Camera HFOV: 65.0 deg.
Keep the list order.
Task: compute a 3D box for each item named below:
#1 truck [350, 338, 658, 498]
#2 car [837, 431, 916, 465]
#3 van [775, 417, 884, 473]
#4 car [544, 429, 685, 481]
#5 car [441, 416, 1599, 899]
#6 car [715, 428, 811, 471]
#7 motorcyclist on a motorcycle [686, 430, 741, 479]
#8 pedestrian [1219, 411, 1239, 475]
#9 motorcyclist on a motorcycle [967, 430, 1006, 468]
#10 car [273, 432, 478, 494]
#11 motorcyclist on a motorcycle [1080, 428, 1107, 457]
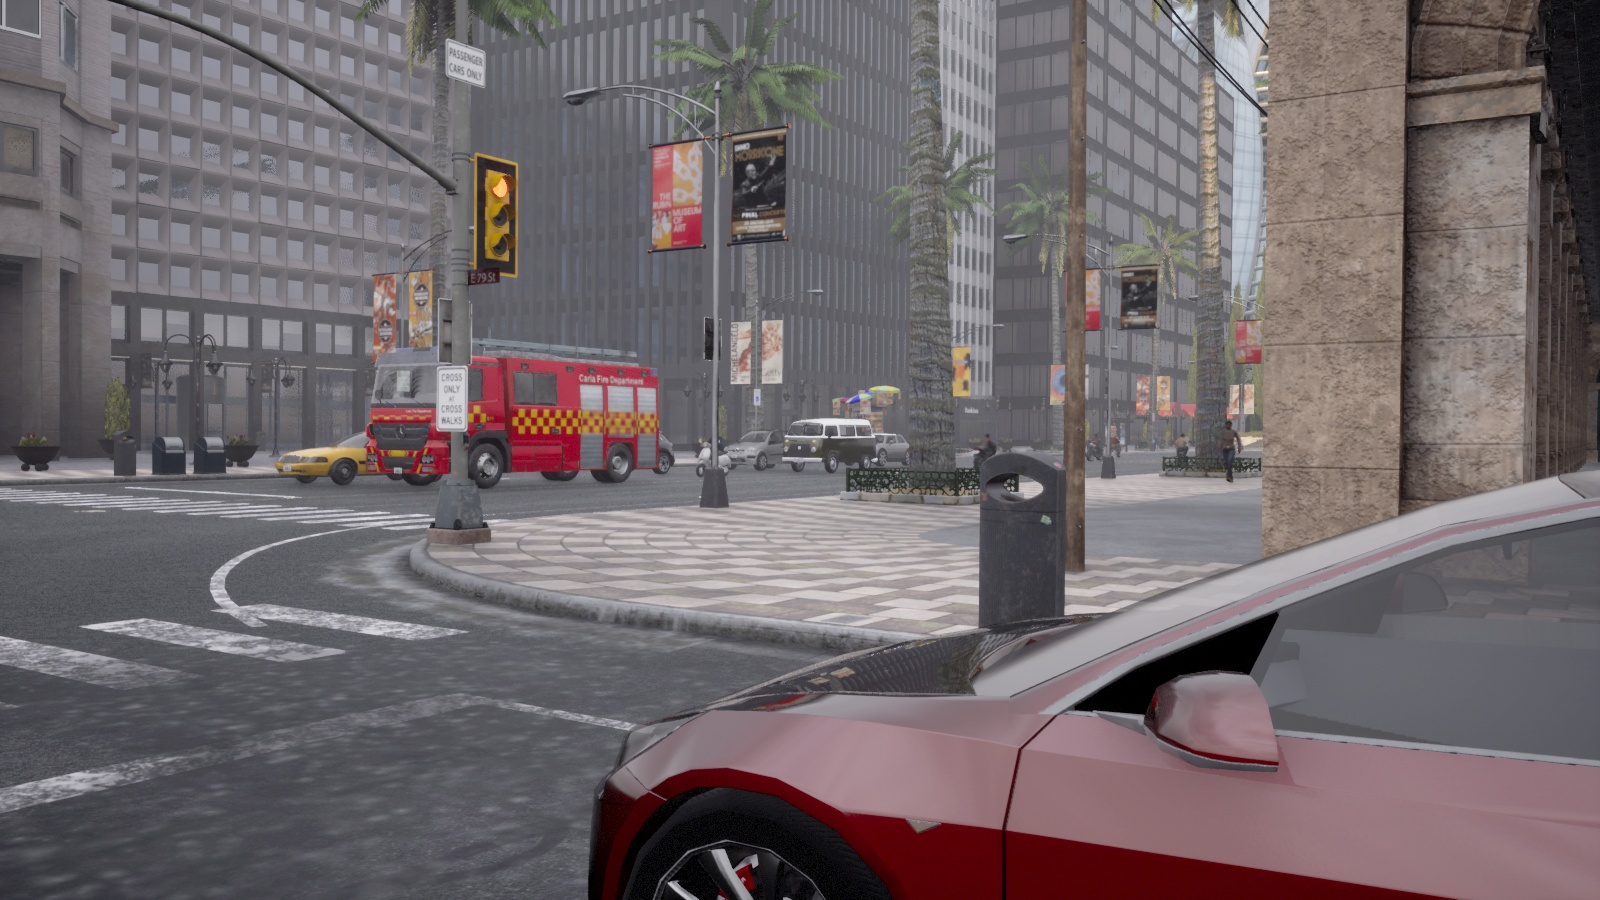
[{"bbox_3d":[-7.730,-0.831,34.274,2.891,3.827,8.468,0,1,33],"label":"truck"},{"bbox_3d":[3.556,-0.123,57.677,1.970,1.475,3.806,0,1,33],"label":"car"},{"bbox_3d":[1.180,-0.208,47.746,2.069,2.038,4.480,0,1,33],"label":"van"},{"bbox_3d":[-6.252,0.133,42.845,2.033,1.649,4.856,0,1,34],"label":"car"},{"bbox_3d":[1.787,0.681,2.457,4.792,1.488,2.163,0,1,33],"label":"car"},{"bbox_3d":[-1.431,-0.042,50.141,1.851,1.617,3.988,0,1,33],"label":"car"},{"bbox_3d":[-2.858,0.142,41.631,0.866,1.590,1.817,0,1,33],"label":"motorcyclist on a motorcycle"},{"bbox_3d":[12.208,-0.210,35.714,0.328,1.805,0.869,0,1,33],"label":"pedestrian"},{"bbox_3d":[7.595,-0.053,51.077,0.797,1.523,2.044,0,1,34],"label":"motorcyclist on a motorcycle"},{"bbox_3d":[-11.593,0.301,34.719,1.801,1.575,5.366,0,1,34],"label":"car"},{"bbox_3d":[16.785,-0.449,71.707,0.766,1.649,2.350,0,1,33],"label":"motorcyclist on a motorcycle"}]
